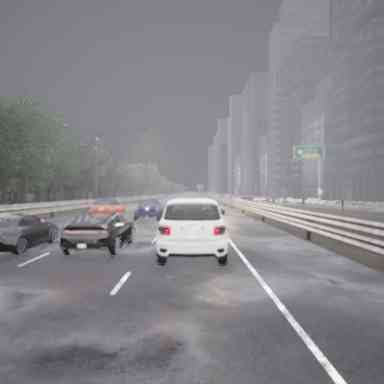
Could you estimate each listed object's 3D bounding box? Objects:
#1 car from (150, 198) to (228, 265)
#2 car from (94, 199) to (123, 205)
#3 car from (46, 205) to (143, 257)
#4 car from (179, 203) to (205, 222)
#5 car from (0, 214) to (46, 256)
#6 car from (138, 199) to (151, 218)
[{"bbox_3d":[0.027,1.224,11.826,2.150,2.045,5.566,0,0,0],"label":"car"},{"bbox_3d":[-6.965,1.370,27.865,2.097,1.767,4.553,0,0,1],"label":"car"},{"bbox_3d":[-3.461,1.494,12.949,2.128,1.511,4.902,0,0,1],"label":"car"},{"bbox_3d":[0.029,1.619,27.356,1.895,1.301,4.718,0,0,1],"label":"car"},{"bbox_3d":[-6.958,1.566,13.233,1.994,1.385,4.181,0,0,1],"label":"car"},{"bbox_3d":[-3.465,1.370,27.869,2.097,1.767,4.553,0,0,0],"label":"car"}]
